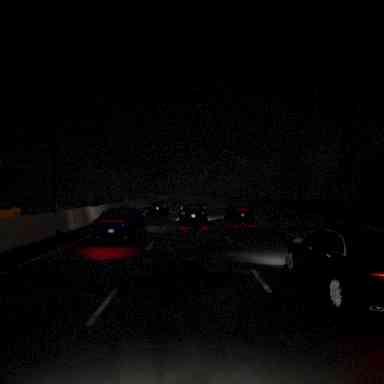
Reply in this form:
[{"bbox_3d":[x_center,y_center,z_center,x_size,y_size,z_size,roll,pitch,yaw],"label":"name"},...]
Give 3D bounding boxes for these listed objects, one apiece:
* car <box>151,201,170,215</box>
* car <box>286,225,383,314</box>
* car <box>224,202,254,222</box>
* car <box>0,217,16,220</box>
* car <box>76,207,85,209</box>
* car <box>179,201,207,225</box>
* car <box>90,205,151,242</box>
[{"bbox_3d":[-3.406,1.577,34.754,1.994,1.385,4.181,0,0,0],"label":"car"},{"bbox_3d":[3.600,1.508,7.610,1.837,1.490,4.892,0,0,0],"label":"car"},{"bbox_3d":[3.596,1.489,26.119,1.882,1.535,5.008,0,0,0],"label":"car"},{"bbox_3d":[-14.101,1.485,23.413,1.882,1.535,5.008,0,0,0],"label":"car"},{"bbox_3d":[-10.602,1.505,34.083,2.128,1.511,4.902,0,0,0],"label":"car"},{"bbox_3d":[0.094,1.573,24.346,1.994,1.385,4.181,0,0,0],"label":"car"},{"bbox_3d":[-3.402,1.484,16.445,1.882,1.535,5.008,0,0,0],"label":"car"}]
